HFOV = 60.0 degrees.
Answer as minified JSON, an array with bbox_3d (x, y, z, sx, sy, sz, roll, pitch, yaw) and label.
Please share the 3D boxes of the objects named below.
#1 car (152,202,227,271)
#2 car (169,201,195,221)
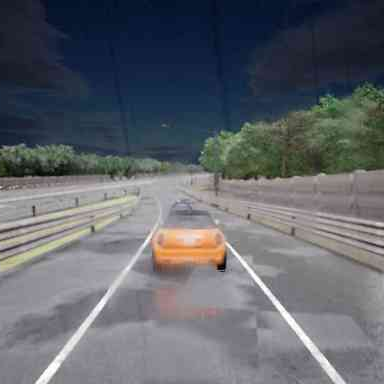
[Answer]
[{"bbox_3d":[-0.108,1.332,11.035,2.097,1.767,4.553,0,0,-1],"label":"car"},{"bbox_3d":[-0.874,1.514,27.249,1.994,1.385,4.181,0,0,-4],"label":"car"}]
